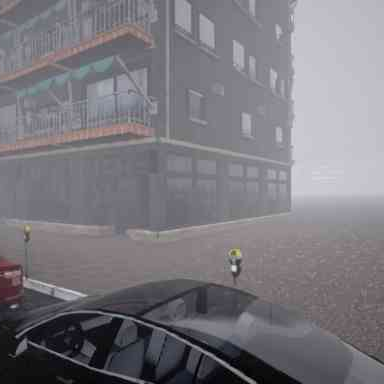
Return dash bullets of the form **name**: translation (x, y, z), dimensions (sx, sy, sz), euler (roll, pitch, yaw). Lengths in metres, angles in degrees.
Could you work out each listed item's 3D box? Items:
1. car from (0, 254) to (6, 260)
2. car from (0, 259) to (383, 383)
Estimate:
- **car**: translation (-5.063, 1.545, 6.470), dimensions (4.507, 1.381, 1.887), euler (0, 0, 35)
- **car**: translation (-0.469, 1.566, 3.205), dimensions (4.313, 1.339, 1.947), euler (0, 0, 35)
